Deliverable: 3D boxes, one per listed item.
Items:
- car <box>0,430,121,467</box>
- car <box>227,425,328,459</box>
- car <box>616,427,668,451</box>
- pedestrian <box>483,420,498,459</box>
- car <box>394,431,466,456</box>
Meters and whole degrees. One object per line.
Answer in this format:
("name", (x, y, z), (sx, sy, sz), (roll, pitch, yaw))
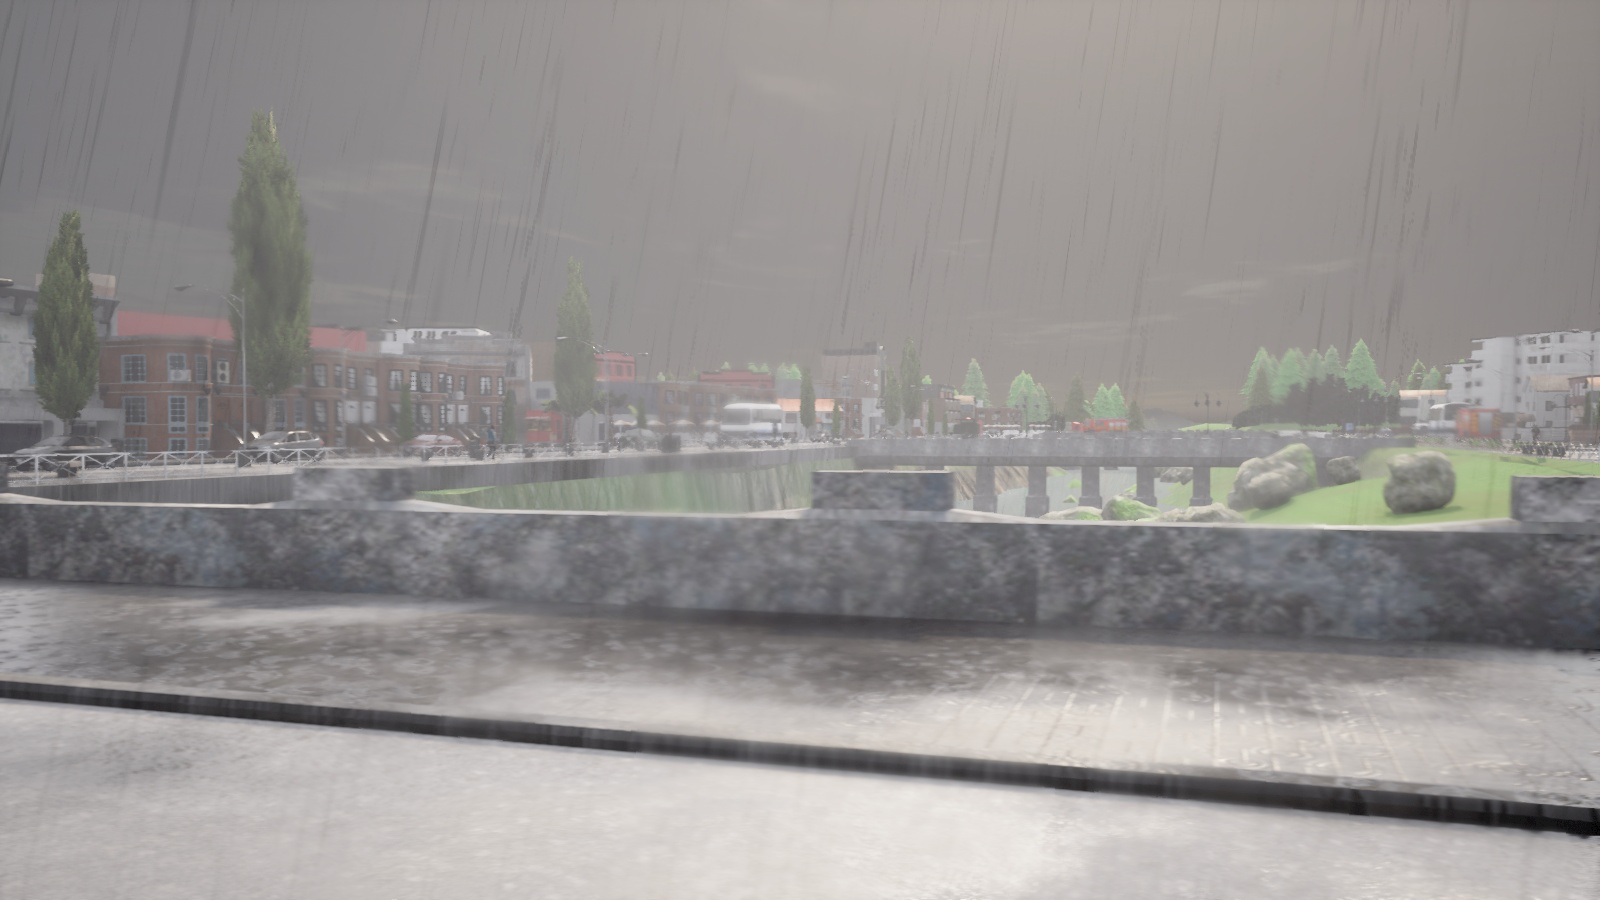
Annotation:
("car", (-30.390, -0.094, 51.672), (1.816, 1.474, 4.193), (1, 1, 19))
("car", (-26.383, -0.439, 63.588), (2.242, 1.667, 4.611), (1, 1, 19))
("car", (-11.841, -0.863, 94.304), (2.097, 1.767, 4.553), (1, 1, 19))
("pedestrian", (-15.493, -0.523, 62.874), (0.396, 1.930, 0.692), (1, 1, 23))
("car", (-22.280, -0.438, 75.800), (1.812, 1.442, 4.674), (1, 1, 19))
